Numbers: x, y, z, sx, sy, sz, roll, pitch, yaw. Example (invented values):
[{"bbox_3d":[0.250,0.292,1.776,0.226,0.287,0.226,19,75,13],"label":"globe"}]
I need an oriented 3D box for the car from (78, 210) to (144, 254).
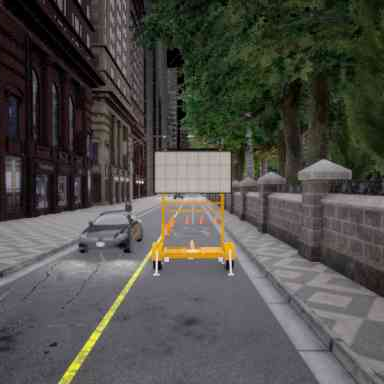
[{"bbox_3d":[-3.103,1.508,13.572,1.812,1.442,4.674,0,0,0],"label":"car"}]

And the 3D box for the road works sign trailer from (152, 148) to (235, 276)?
[{"bbox_3d":[0.026,0.453,10.327,2.380,3.560,2.880,0,0,-1],"label":"road works sign trailer"}]

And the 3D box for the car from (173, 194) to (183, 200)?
[{"bbox_3d":[-3.097,0.793,76.200,2.150,2.045,5.566,0,1,0],"label":"car"}]
